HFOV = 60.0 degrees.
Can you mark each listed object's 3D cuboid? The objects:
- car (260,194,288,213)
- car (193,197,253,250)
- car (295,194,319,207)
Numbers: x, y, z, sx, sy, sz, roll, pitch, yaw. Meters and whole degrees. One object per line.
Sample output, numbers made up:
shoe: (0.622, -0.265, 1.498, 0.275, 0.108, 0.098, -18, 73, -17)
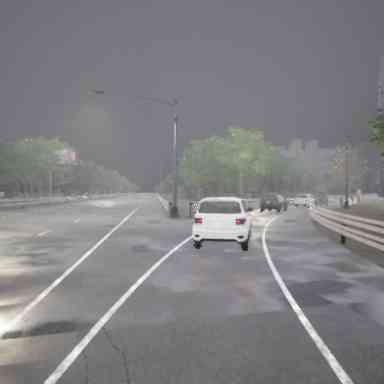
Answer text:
car: (9.412, 1.277, 37.968, 2.150, 2.045, 5.566, 0, 0, 27)
car: (1.472, 1.236, 14.719, 2.150, 2.045, 5.566, 0, 0, 11)
car: (17.663, 1.325, 51.005, 2.150, 2.045, 5.566, 0, 0, 37)
